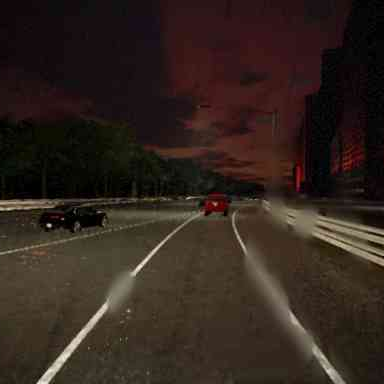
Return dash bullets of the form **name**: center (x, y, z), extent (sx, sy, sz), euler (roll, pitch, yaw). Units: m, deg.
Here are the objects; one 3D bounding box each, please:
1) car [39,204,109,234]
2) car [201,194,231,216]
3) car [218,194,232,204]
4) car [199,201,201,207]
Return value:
- **car**: center (-6.564, 1.446, 19.053), extent (1.837, 1.490, 4.892), euler (1, 0, 15)
- **car**: center (2.640, 1.313, 34.365), extent (2.150, 2.045, 5.566), euler (0, 0, 9)
- **car**: center (7.114, 1.509, 71.539), extent (2.150, 2.045, 5.566), euler (1, 0, 15)
- **car**: center (2.434, 1.706, 53.563), extent (2.033, 1.411, 5.357), euler (1, 0, 15)
